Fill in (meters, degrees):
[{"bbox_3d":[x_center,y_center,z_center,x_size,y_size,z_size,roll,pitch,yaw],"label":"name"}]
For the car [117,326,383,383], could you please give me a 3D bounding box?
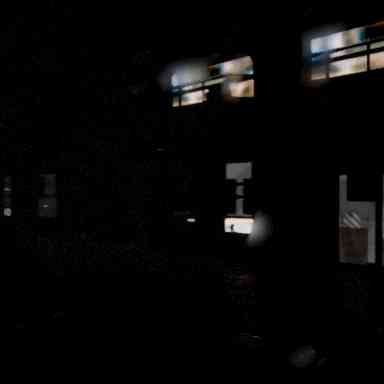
[{"bbox_3d":[1.253,1.582,1.981,4.206,1.307,1.802,0,0,36],"label":"car"}]
